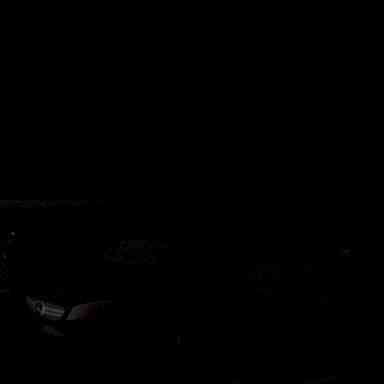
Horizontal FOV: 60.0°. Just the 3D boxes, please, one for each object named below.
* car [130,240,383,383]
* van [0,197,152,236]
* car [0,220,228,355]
[{"bbox_3d":[1.588,1.497,4.632,2.002,1.452,4.674,1,1,36],"label":"car"},{"bbox_3d":[-2.925,1.124,7.694,1.878,1.987,4.442,1,1,35],"label":"van"},{"bbox_3d":[-0.678,1.441,6.249,2.002,1.452,4.674,1,1,36],"label":"car"}]
